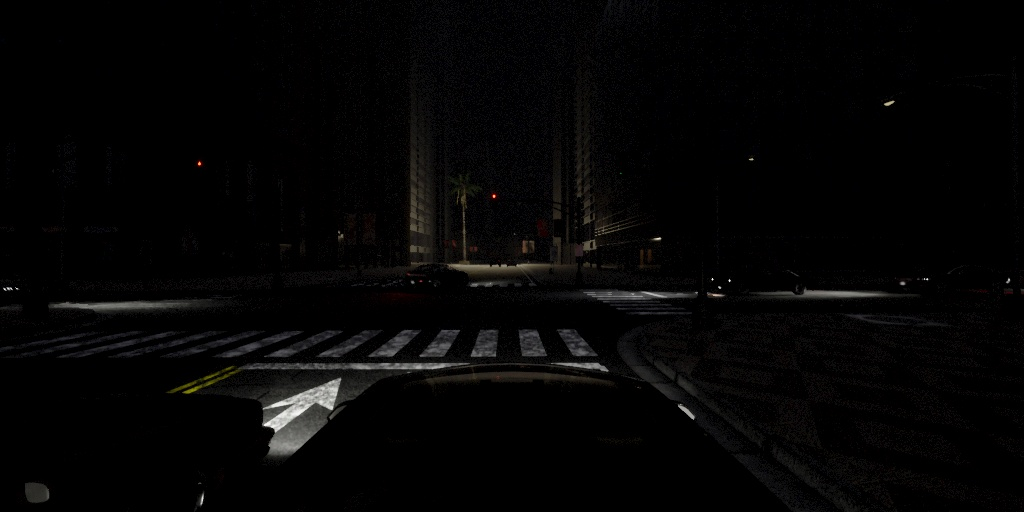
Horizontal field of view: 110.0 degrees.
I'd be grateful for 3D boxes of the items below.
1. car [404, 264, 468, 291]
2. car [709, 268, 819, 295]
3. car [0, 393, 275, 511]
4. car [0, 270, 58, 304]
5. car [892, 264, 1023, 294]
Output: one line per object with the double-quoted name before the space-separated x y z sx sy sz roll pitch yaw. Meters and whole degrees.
"car" -4.569 1.277 22.399 2.128 1.511 4.902 1 0 26
"car" 12.996 1.316 18.734 4.718 1.301 1.895 0 0 -2
"car" -3.176 1.297 0.710 2.033 1.411 5.357 0 0 4
"car" -22.111 1.323 14.952 4.902 1.511 2.128 0 0 0
"car" 23.002 1.173 18.900 4.902 1.511 2.128 0 0 -1
